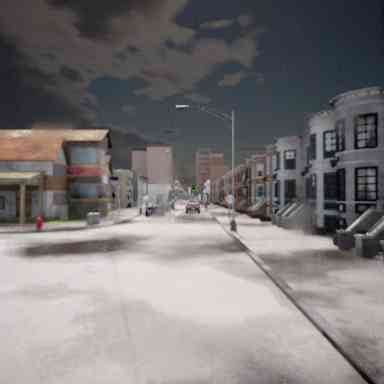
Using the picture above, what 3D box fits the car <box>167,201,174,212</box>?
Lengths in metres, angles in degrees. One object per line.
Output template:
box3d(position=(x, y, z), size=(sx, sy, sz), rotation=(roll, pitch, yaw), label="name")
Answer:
box3d(position=(-4.051, 2.104, 47.413), size=(1.837, 1.490, 4.892), rotation=(0, -1, 0), label="car")

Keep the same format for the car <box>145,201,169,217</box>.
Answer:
box3d(position=(-4.071, 2.038, 37.468), size=(1.994, 1.385, 4.181), rotation=(0, -1, 0), label="car")

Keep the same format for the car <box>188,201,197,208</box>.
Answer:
box3d(position=(0.107, 2.589, 71.283), size=(2.033, 1.411, 5.357), rotation=(0, -1, 0), label="car")

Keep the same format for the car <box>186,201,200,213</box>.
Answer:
box3d(position=(0.141, 2.112, 46.382), size=(1.812, 1.442, 4.674), rotation=(0, -1, 0), label="car")
